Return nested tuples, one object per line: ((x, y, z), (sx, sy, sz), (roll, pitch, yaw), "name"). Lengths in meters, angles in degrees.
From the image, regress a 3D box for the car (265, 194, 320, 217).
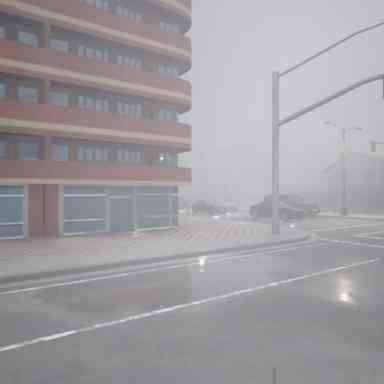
((8.827, 1.221, 30.320), (2.150, 2.045, 5.566), (0, 0, -34), "car")

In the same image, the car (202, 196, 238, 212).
((3.290, 1.526, 38.367), (1.812, 1.442, 4.674), (0, 0, -35), "car")

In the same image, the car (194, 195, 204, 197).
((0.766, 1.352, 62.472), (2.097, 1.767, 4.553), (0, 0, -35), "car")

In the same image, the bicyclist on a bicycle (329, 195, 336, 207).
((19.330, 1.301, 45.873), (1.656, 1.620, 0.582), (0, 0, -35), "bicyclist on a bicycle")

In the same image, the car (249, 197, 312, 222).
((6.841, 1.478, 26.991), (1.882, 1.535, 5.008), (0, 0, -34), "car")

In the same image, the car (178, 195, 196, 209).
((-1.953, 1.505, 45.972), (1.837, 1.490, 4.892), (0, 0, -34), "car")

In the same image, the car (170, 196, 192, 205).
((-2.086, 1.526, 60.526), (1.812, 1.442, 4.674), (0, 0, -34), "car")

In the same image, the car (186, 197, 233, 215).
((1.719, 1.526, 34.469), (1.812, 1.442, 4.674), (0, 0, -35), "car")
